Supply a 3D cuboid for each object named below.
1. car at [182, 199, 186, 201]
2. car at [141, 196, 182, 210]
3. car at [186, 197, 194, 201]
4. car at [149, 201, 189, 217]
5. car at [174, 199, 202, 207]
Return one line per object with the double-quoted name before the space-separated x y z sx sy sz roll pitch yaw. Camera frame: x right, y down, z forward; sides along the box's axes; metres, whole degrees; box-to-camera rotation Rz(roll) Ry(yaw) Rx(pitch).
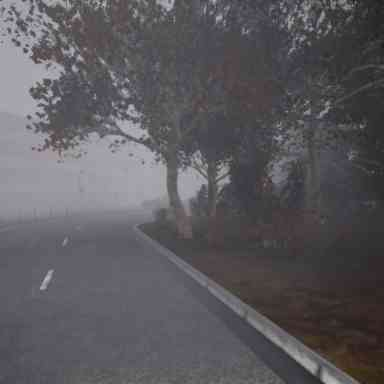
"car" -2.821 1.913 55.241 5.008 1.535 2.097 0 0 21
"car" -4.873 1.623 49.976 5.566 2.045 2.435 0 0 21
"car" 1.618 1.624 45.339 2.150 2.045 5.566 0 0 21
"car" -2.336 1.909 35.050 1.895 1.301 4.718 0 0 22
"car" -0.787 1.988 60.513 4.674 1.452 2.002 0 0 21
